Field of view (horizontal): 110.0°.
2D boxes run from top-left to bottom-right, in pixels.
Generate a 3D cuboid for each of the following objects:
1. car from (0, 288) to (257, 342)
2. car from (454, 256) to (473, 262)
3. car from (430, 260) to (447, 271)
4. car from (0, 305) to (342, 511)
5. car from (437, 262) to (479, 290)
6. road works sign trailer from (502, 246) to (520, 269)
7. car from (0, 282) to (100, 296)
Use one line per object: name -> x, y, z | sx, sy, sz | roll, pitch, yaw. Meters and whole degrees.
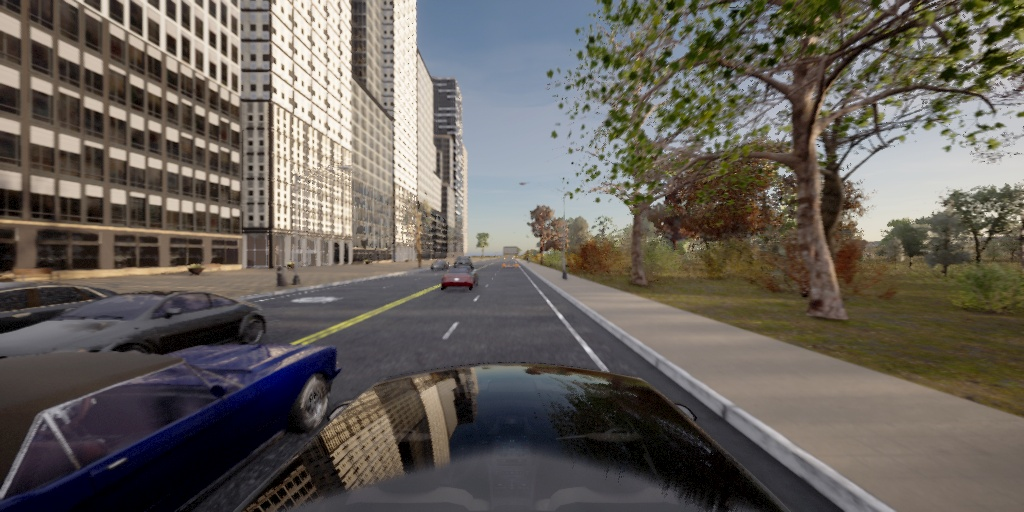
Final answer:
car -> -6.605, 1.334, 6.485 | 1.994, 1.385, 4.181 | 0, 0, 0
car -> -6.726, 0.982, 49.727 | 2.150, 2.045, 5.566 | 0, 0, 0
car -> -9.975, 1.266, 49.401 | 2.128, 1.511, 4.902 | 0, 0, 0
car -> -3.150, 1.361, 2.567 | 1.895, 1.301, 4.718 | 0, 0, 0
car -> -3.218, 1.322, 22.816 | 1.994, 1.385, 4.181 | 0, 0, 0
road works sign trailer -> -0.201, 0.209, 56.668 | 2.380, 3.560, 2.880 | 0, 0, 0
car -> -9.856, 1.285, 6.623 | 1.837, 1.490, 4.892 | 0, 0, 0
